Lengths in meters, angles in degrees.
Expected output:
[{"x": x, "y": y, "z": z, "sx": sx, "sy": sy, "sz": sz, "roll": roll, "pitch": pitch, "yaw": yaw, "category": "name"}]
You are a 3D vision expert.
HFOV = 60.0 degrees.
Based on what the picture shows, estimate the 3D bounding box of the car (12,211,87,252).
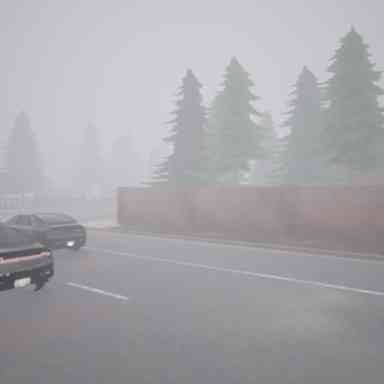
[{"x": -6.018, "y": 1.502, "z": 12.792, "sx": 4.892, "sy": 1.490, "sz": 1.837, "roll": 0, "pitch": 0, "yaw": 38, "category": "car"}]

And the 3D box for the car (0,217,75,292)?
[{"x": -5.169, "y": 1.490, "z": 7.681, "sx": 4.902, "sy": 1.511, "sz": 2.128, "roll": 0, "pitch": 0, "yaw": 36, "category": "car"}]
